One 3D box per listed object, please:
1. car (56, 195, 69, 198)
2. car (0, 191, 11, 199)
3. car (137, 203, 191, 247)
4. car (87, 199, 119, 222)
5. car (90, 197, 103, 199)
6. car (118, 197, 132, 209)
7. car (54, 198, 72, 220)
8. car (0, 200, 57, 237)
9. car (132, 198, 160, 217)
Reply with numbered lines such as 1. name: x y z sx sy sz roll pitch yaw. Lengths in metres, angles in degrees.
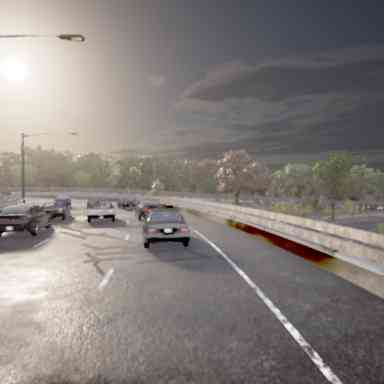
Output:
1. car: -16.677 1.160 42.895 1.882 1.535 5.008 0 1 -24
2. car: -46.545 0.689 81.583 5.566 2.045 2.150 0 1 37
3. car: -1.222 1.419 14.480 2.033 1.411 5.357 0 1 -8
4. car: -6.623 1.406 24.484 1.895 1.301 4.718 0 1 -14
5. car: -11.250 1.294 39.028 1.895 1.301 4.718 0 1 -21
6. car: -7.673 1.273 39.505 1.895 1.301 4.718 0 1 -21
7. car: -10.578 1.411 25.841 1.895 1.301 4.718 0 1 -15
8. car: -8.690 1.384 17.361 1.837 1.490 4.892 0 1 -11
9. car: -3.403 1.283 25.999 1.837 1.490 4.892 0 1 -14
